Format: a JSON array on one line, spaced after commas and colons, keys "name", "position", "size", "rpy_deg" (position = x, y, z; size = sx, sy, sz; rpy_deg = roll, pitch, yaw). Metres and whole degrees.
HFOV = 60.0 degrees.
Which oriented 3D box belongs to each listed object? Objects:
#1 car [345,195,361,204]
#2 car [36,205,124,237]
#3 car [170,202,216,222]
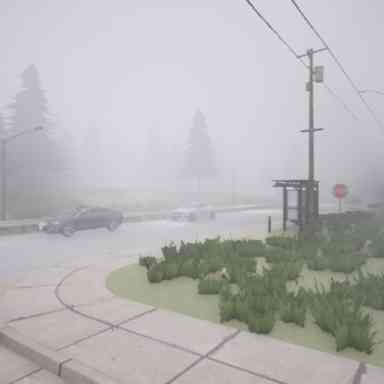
[{"name": "car", "position": [30.329, 1.352, 62.500], "size": [2.097, 1.767, 4.553], "rpy_deg": [0, 0, 36]}, {"name": "car", "position": [-5.977, 1.492, 18.300], "size": [2.128, 1.511, 4.902], "rpy_deg": [0, 0, 36]}, {"name": "car", "position": [0.209, 1.526, 26.831], "size": [1.812, 1.442, 4.674], "rpy_deg": [0, 0, 36]}]
